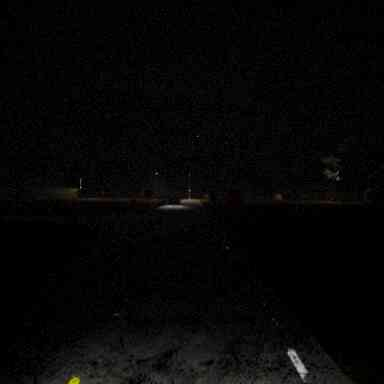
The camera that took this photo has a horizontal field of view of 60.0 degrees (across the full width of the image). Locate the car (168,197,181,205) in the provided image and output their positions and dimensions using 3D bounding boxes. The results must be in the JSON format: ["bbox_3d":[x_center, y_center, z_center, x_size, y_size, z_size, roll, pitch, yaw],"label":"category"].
[{"bbox_3d":[-2.758,1.449,53.201,1.895,1.301,4.718,0,0,0],"label":"car"}]
